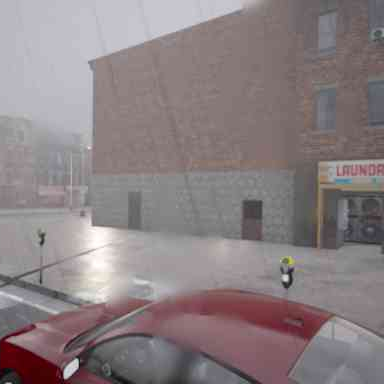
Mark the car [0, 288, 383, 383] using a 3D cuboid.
[{"bbox_3d":[0.102,1.540,2.727,4.507,1.381,1.887,0,1,36],"label":"car"}]
